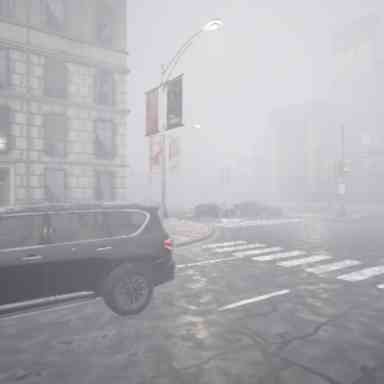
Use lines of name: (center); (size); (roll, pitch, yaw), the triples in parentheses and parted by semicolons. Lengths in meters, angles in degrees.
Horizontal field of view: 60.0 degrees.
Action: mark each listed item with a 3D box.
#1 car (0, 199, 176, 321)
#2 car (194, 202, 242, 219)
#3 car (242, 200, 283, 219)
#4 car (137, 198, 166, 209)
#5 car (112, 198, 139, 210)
car: (-2.946, 1.221, 6.034); (5.566, 2.045, 2.150); (0, 0, -34)
car: (1.962, 1.554, 29.127); (1.994, 1.385, 4.181); (0, 0, -36)
car: (5.830, 1.466, 29.784); (1.882, 1.535, 5.008); (0, 0, -36)
car: (-5.640, 1.589, 45.783); (1.895, 1.301, 4.718); (0, 0, -36)
car: (-8.947, 1.558, 44.394); (1.994, 1.385, 4.181); (0, 0, -36)
